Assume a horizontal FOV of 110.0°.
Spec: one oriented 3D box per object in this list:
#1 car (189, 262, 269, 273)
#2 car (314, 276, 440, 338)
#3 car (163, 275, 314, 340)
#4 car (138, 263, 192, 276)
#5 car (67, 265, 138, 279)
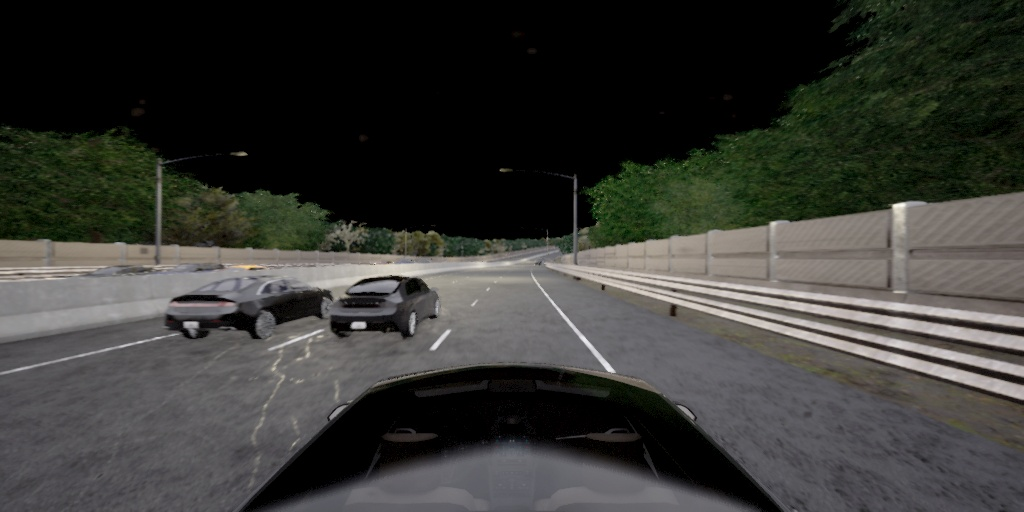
[{"bbox_3d":[-17.397,1.351,23.085,1.882,1.535,5.008,0,-1,1],"label":"car"},{"bbox_3d":[-3.362,1.307,10.338,1.837,1.490,4.892,0,0,0],"label":"car"},{"bbox_3d":[-6.864,1.286,10.110,2.128,1.511,4.902,0,0,0],"label":"car"},{"bbox_3d":[-20.887,1.222,23.473,2.097,1.767,4.553,0,0,1],"label":"car"},{"bbox_3d":[-24.410,1.358,22.295,1.837,1.490,4.892,0,0,1],"label":"car"}]
